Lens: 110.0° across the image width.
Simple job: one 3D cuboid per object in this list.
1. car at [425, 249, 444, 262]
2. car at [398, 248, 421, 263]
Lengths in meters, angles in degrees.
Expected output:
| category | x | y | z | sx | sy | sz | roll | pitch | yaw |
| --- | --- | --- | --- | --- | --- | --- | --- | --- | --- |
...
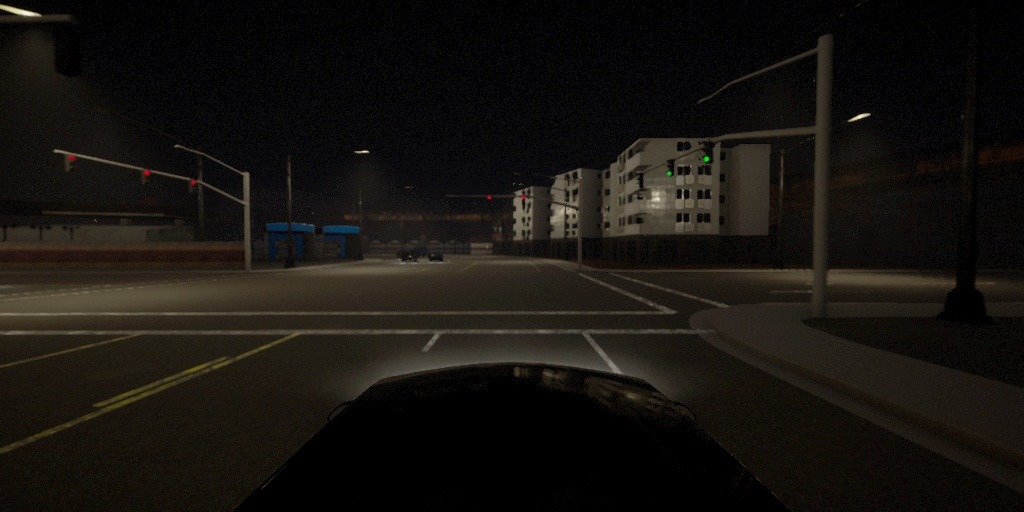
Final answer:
| category | x | y | z | sx | sy | sz | roll | pitch | yaw |
| --- | --- | --- | --- | --- | --- | --- | --- | --- | --- |
| car | -10.576 | 0.091 | 50.510 | 2.033 | 1.411 | 5.357 | 0 | 2 | -9 |
| car | -13.975 | 0.087 | 49.159 | 1.837 | 1.490 | 4.892 | 0 | 2 | -9 |
